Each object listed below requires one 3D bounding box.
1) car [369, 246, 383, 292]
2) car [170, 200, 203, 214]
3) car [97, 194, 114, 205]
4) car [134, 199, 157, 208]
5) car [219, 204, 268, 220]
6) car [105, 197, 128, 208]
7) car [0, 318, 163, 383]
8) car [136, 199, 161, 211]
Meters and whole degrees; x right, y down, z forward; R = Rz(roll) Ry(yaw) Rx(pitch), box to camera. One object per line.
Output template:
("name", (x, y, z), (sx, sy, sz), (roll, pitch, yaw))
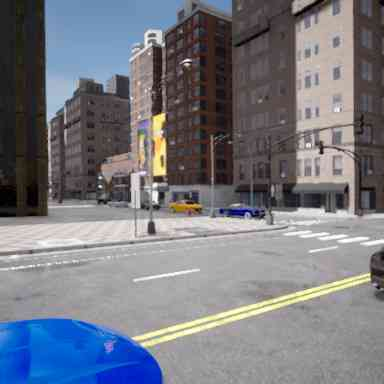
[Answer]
("car", (6.013, 1.546, 7.741), (4.892, 1.490, 1.837), (0, 0, -36))
("car", (-0.701, 1.697, 38.263), (1.882, 1.535, 5.008), (-1, 0, -35))
("car", (-17.430, 1.526, 67.541), (2.150, 2.045, 5.566), (-1, 0, -35))
("car", (-7.465, 1.800, 53.409), (1.994, 1.385, 4.181), (-1, 0, -35))
("car", (4.656, 1.788, 30.660), (1.895, 1.301, 4.718), (-1, 0, -35))
("car", (-12.131, 1.891, 54.551), (1.895, 1.301, 4.718), (-1, 0, -35))
("car", (-2.472, 1.473, 1.677), (5.008, 1.535, 1.882), (0, 0, -36))
("car", (-6.389, 1.801, 46.343), (2.033, 1.411, 5.357), (-1, 0, -35))
